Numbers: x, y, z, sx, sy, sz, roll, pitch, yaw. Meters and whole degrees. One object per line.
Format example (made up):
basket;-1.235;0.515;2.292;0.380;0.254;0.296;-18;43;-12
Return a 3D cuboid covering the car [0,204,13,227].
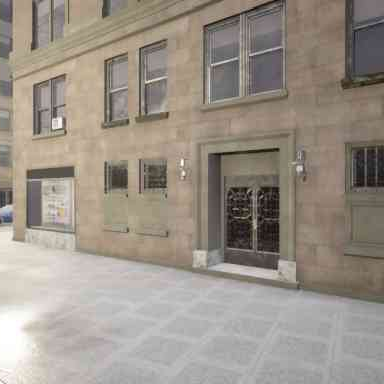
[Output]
car;-11.889;1.512;23.033;2.033;1.411;5.357;0;0;39
